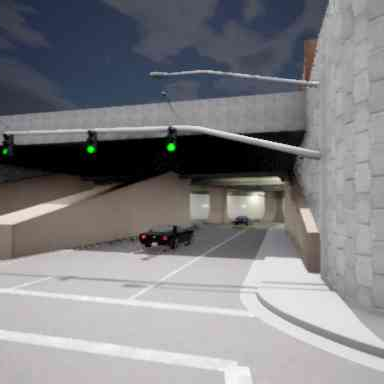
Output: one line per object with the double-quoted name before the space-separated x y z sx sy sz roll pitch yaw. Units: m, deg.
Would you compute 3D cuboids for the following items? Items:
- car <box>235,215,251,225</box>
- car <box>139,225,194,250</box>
"car" 7.675 4.225 50.003 2.033 1.411 5.357 0 -3 17
"car" -1.348 2.612 19.934 1.895 1.301 4.718 0 -3 17
